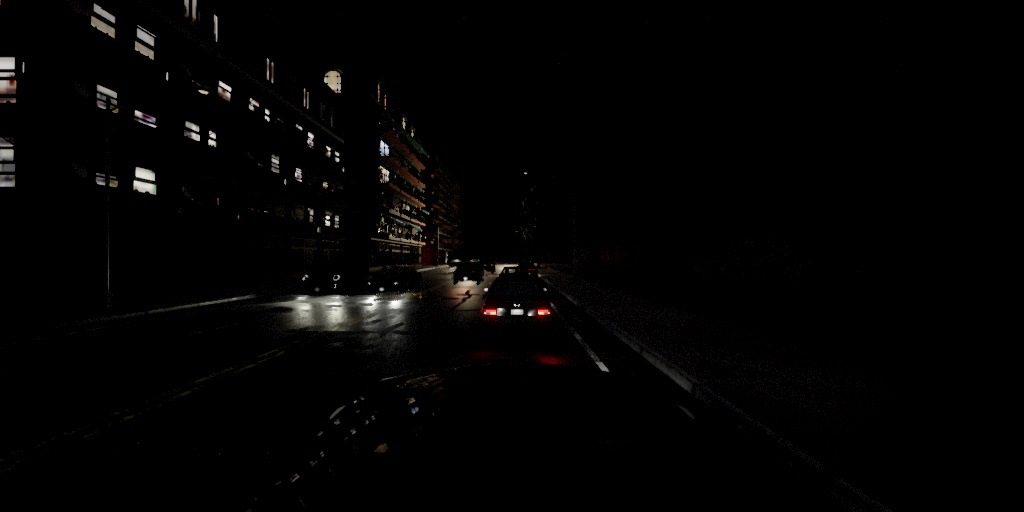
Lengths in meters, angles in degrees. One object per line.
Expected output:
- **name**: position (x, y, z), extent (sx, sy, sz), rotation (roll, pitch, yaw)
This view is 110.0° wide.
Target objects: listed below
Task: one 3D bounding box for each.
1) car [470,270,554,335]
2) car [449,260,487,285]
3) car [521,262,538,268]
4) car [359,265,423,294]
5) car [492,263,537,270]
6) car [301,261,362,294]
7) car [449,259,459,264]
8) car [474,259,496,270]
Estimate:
- **car**: position (0.111, 1.299, 10.513), extent (2.033, 1.411, 5.357), rotation (0, 0, 0)
- **car**: position (-3.125, 1.258, 26.510), extent (1.837, 1.490, 4.892), rotation (0, 0, 0)
- **car**: position (1.167, 1.259, 30.642), extent (1.837, 1.490, 4.892), rotation (0, 0, 0)
- **car**: position (-6.580, 1.300, 20.758), extent (2.033, 1.411, 5.357), rotation (0, 0, 0)
- **car**: position (0.119, 1.300, 20.875), extent (2.033, 1.411, 5.357), rotation (0, 0, 0)
- **car**: position (-9.832, 1.105, 20.331), extent (2.097, 1.767, 4.553), rotation (0, 0, 0)
- **car**: position (-9.745, 1.299, 62.750), extent (2.033, 1.411, 5.357), rotation (0, 0, 1)
- **car**: position (-3.108, 1.109, 43.817), extent (2.097, 1.767, 4.553), rotation (0, 0, 0)
